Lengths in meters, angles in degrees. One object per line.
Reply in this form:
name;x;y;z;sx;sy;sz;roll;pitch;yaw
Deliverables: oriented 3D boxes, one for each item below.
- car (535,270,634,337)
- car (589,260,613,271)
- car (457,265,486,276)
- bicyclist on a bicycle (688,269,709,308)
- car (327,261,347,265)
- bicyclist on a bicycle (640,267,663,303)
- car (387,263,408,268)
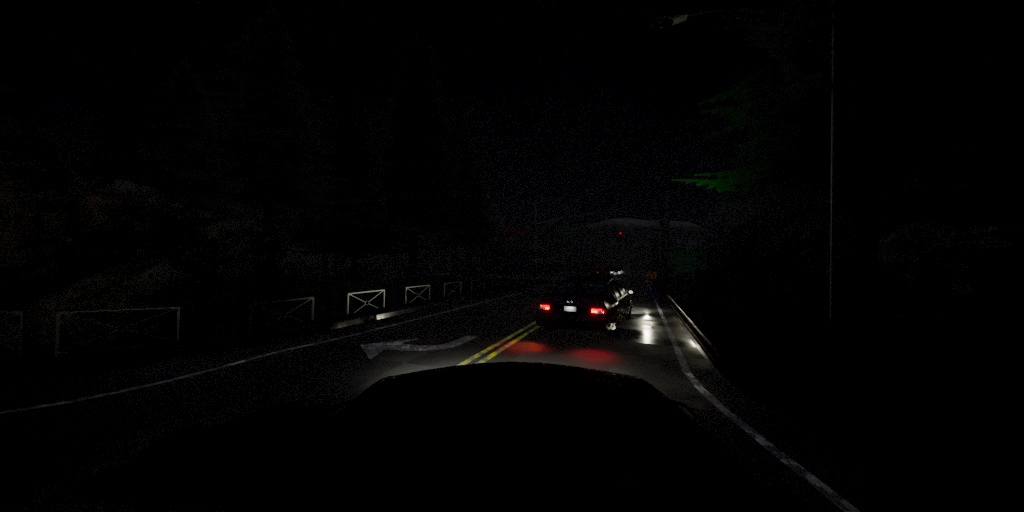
car;2.313;1.276;10.289;2.033;1.411;5.357;1;-1;24
car;11.028;1.594;44.874;2.150;2.045;5.566;0;0;20
car;-5.331;1.756;44.752;4.181;1.385;1.994;1;-1;20
bicyclist on a bicycle;7.888;1.353;15.108;1.656;1.620;0.582;1;-1;-34
car;-24.495;1.469;51.998;5.357;1.411;2.033;1;-1;23
bicyclist on a bicycle;6.444;1.340;16.492;1.656;1.620;0.582;1;-1;-31
car;-14.727;1.621;48.159;4.181;1.385;1.994;1;-1;20
